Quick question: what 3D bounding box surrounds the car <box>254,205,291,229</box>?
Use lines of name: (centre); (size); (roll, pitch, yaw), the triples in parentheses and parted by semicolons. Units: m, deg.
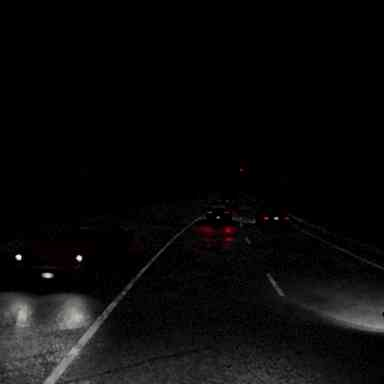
car: (5.151, 1.569, 21.618); (2.033, 1.411, 5.357); (0, 0, 7)

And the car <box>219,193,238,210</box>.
car: (4.577, 1.185, 41.880); (2.150, 2.045, 5.566); (0, 0, 9)

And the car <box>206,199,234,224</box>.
car: (2.056, 1.537, 24.821); (1.812, 1.442, 4.674); (0, 0, 7)

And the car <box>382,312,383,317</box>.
car: (3.684, 1.556, 2.433); (2.033, 1.411, 5.357); (0, 0, 1)

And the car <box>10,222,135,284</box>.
car: (-3.141, 1.598, 9.782); (1.895, 1.301, 4.718); (0, 0, 4)
